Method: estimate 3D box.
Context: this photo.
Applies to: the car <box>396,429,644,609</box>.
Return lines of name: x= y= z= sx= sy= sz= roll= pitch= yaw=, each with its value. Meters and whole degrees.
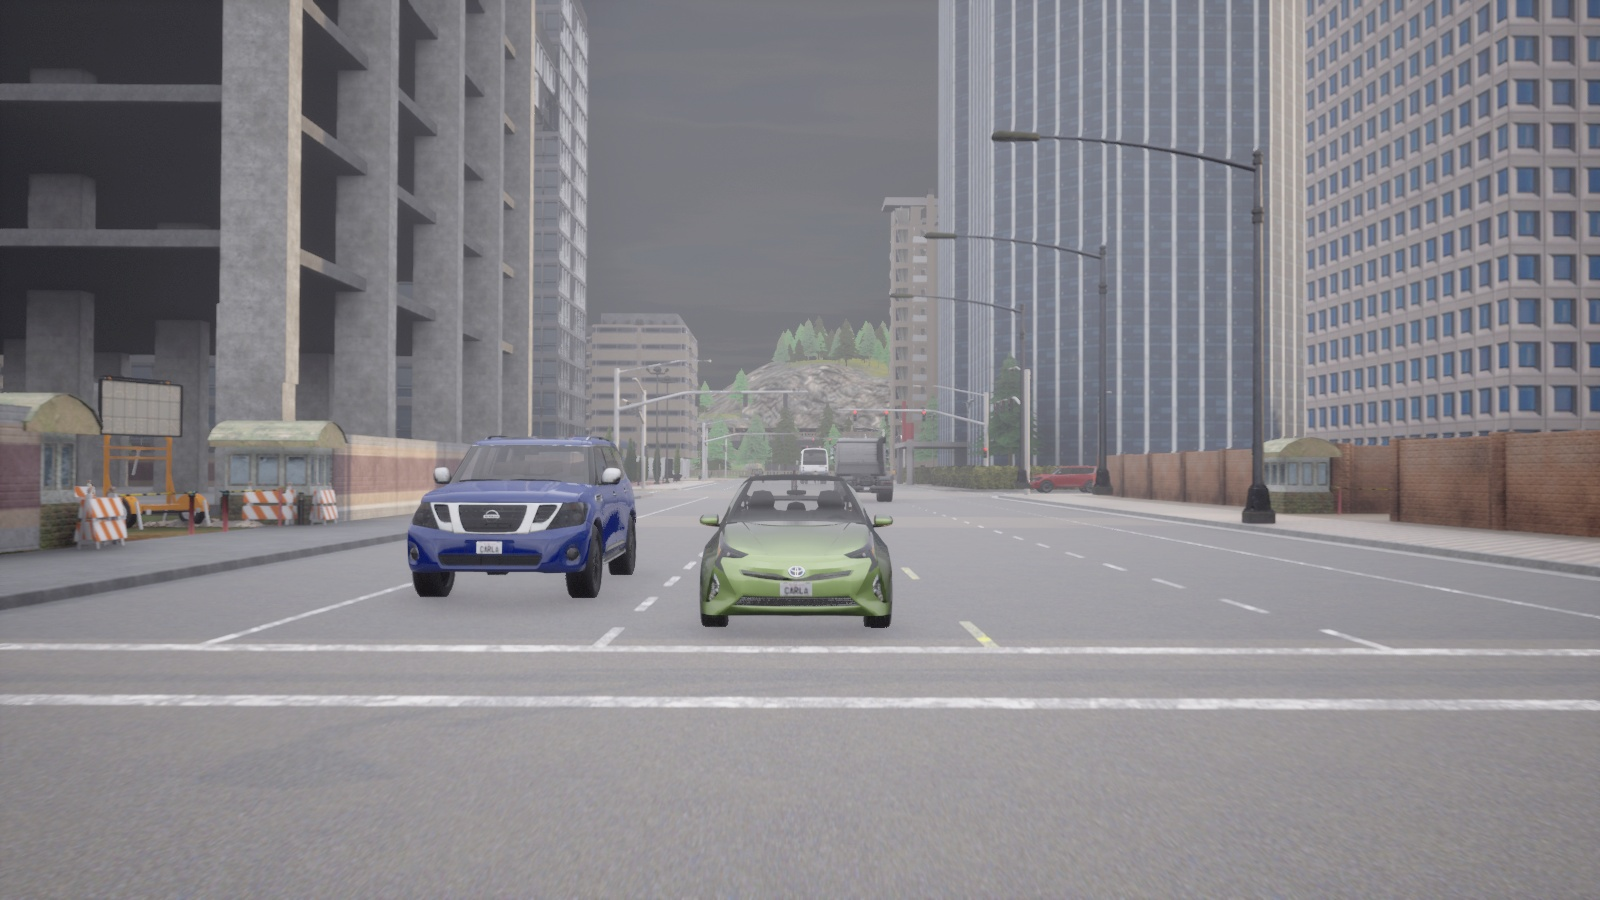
car: x=-3.541 y=0.834 z=17.107 sx=2.150 sy=2.045 sz=5.566 roll=0 pitch=-1 yaw=0

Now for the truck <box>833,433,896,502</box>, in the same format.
truck: x=3.337 y=0.941 z=67.029 sx=2.891 sy=3.462 sz=7.936 roll=0 pitch=-1 yaw=0

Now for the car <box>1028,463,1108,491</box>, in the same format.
car: x=20.132 y=2.035 z=94.518 sx=5.566 sy=2.045 sz=2.150 roll=0 pitch=-1 yaw=-1

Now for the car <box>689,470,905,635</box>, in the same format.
car: x=-0.033 y=0.996 z=13.975 sx=2.007 sy=1.525 sz=4.514 roll=0 pitch=-1 yaw=0
